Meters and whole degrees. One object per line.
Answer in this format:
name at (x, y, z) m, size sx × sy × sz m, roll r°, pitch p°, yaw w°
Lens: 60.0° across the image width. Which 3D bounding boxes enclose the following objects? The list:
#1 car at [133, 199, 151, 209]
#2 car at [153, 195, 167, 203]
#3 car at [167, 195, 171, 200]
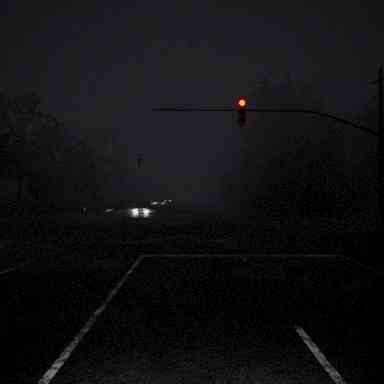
car at (-7.000, 1.615, 46.704) m, size 1.895 × 1.301 × 4.718 m, roll 0°, pitch 0°, yaw 0°
car at (-7.000, 1.355, 70.641) m, size 2.097 × 1.767 × 4.553 m, roll 0°, pitch 0°, yaw 0°
car at (-7.000, 1.589, 94.917) m, size 1.895 × 1.301 × 4.718 m, roll 0°, pitch 0°, yaw 0°
